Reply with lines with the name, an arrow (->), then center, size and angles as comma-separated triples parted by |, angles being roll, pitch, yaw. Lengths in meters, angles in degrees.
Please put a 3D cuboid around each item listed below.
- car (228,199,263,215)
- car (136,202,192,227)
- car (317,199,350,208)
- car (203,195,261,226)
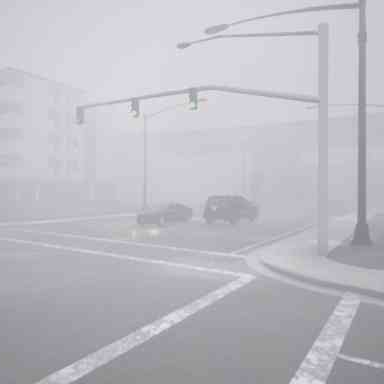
car -> 5.897, 1.568, 36.070 | 2.033, 1.411, 5.357 | 0, 0, 30
car -> -1.866, 1.501, 23.605 | 1.882, 1.535, 5.008 | 0, 0, 32
car -> 20.930, 1.630, 49.346 | 4.718, 1.301, 1.895 | 0, 0, -19
car -> 2.915, 1.264, 24.433 | 2.150, 2.045, 5.566 | 0, 0, 32
